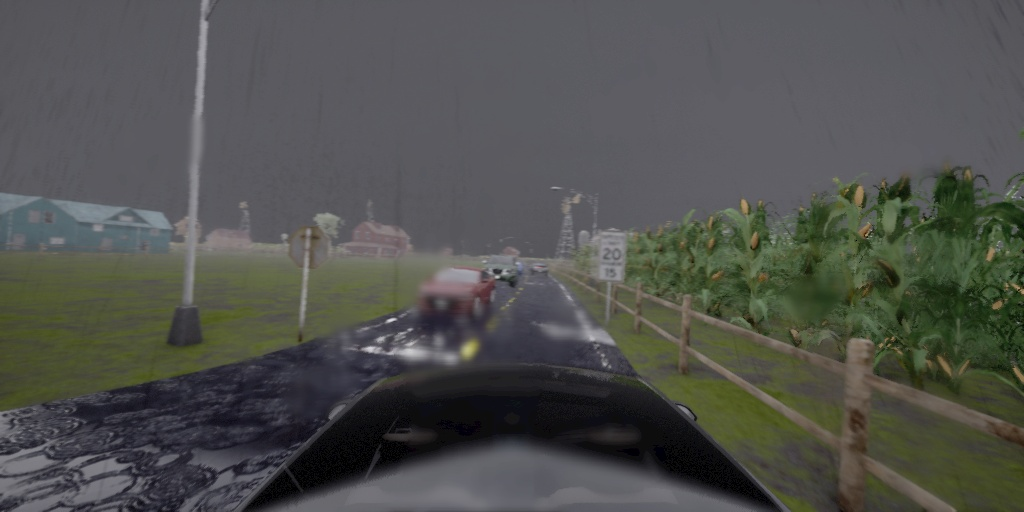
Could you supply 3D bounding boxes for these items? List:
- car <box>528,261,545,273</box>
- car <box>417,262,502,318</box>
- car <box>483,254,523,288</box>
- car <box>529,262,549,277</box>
[{"bbox_3d":[3.517,1.580,52.336,2.033,1.411,5.357,4,0,1],"label":"car"},{"bbox_3d":[-1.776,1.116,12.819,1.882,1.535,5.008,4,0,6],"label":"car"},{"bbox_3d":[-0.708,0.937,24.620,2.150,2.045,5.566,4,0,4],"label":"car"},{"bbox_3d":[3.190,1.481,41.326,2.128,1.511,4.902,4,0,3],"label":"car"}]
